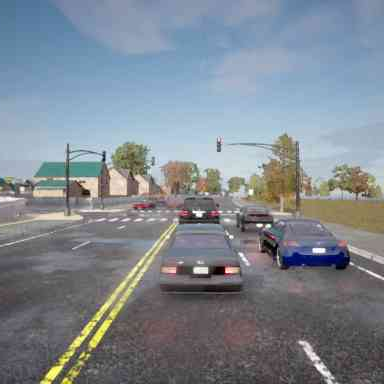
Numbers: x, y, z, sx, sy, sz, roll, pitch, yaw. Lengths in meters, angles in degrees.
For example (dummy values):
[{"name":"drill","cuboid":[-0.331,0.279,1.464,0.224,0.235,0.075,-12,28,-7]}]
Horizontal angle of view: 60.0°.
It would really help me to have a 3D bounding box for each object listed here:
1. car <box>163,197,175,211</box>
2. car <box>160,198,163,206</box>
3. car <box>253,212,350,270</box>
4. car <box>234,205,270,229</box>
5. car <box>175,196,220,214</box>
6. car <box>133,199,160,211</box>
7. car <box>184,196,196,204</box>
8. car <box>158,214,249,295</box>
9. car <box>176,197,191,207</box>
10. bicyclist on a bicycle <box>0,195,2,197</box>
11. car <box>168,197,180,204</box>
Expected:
[{"name":"car","cuboid":[-2.099,1.537,42.505,1.882,1.535,5.008,0,0,3]},{"name":"car","cuboid":[-4.708,1.690,53.609,1.895,1.301,4.718,0,0,4]},{"name":"car","cuboid":[3.500,1.570,11.102,1.994,1.385,4.181,0,0,1]},{"name":"car","cuboid":[3.688,1.520,19.994,1.837,1.490,4.892,0,0,3]},{"name":"car","cuboid":[0.421,1.237,19.138,2.150,2.045,5.566,0,0,1]},{"name":"car","cuboid":[-5.880,1.662,41.985,1.895,1.301,4.718,0,0,10]},{"name":"car","cuboid":[-0.342,1.619,68.049,2.128,1.511,4.902,0,0,5]},{"name":"car","cuboid":[0.204,1.553,8.891,2.033,1.411,5.357,0,0,1]},{"name":"car","cuboid":[-1.352,1.566,55.051,1.882,1.535,5.008,0,0,4]},{"name":"bicyclist on a bicycle","cuboid":[-23.948,1.036,41.357,0.582,1.620,1.656,1,-1,16]},{"name":"car","cuboid":[-3.653,1.730,67.441,1.895,1.301,4.718,0,0,5]}]
